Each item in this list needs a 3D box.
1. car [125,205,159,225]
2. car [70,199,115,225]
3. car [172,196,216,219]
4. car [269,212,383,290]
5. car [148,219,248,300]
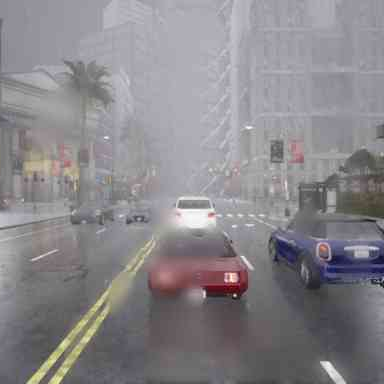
[{"bbox_3d":[-3.489,1.611,23.997,1.994,1.385,4.181,0,0,0],"label":"car"},{"bbox_3d":[-6.991,1.349,23.796,2.097,1.767,4.553,0,0,0],"label":"car"},{"bbox_3d":[0.107,1.221,18.123,2.150,2.045,5.566,0,0,0],"label":"car"},{"bbox_3d":[3.619,1.351,9.235,2.097,1.767,4.553,0,0,0],"label":"car"},{"bbox_3d":[0.109,1.601,8.356,1.895,1.301,4.718,0,0,0],"label":"car"}]
